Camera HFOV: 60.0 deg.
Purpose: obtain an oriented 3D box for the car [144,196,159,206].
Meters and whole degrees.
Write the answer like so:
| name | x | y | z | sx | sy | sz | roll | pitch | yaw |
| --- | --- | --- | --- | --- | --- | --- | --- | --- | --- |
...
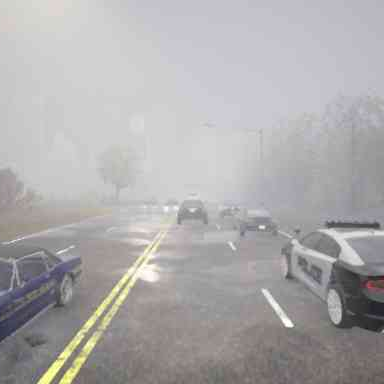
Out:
| name | x | y | z | sx | sy | sz | roll | pitch | yaw |
| --- | --- | --- | --- | --- | --- | --- | --- | --- | --- |
| car | -6.378 | 1.417 | 52.764 | 1.837 | 1.490 | 4.892 | 0 | 0 | 0 |

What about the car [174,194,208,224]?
| name | x | y | z | sx | sy | sz | roll | pitch | yaw |
| --- | --- | --- | --- | --- | --- | --- | --- | --- | --- |
| car | 0.037 | 1.305 | 24.829 | 2.097 | 1.767 | 4.553 | 0 | 0 | 0 |

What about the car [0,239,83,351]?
| name | x | y | z | sx | sy | sz | roll | pitch | yaw |
| --- | --- | --- | --- | --- | --- | --- | --- | --- | --- |
| car | -3.339 | 1.593 | 5.117 | 1.895 | 1.301 | 4.718 | 0 | 0 | 0 |

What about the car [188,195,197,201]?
| name | x | y | z | sx | sy | sz | roll | pitch | yaw |
| --- | --- | --- | --- | --- | --- | --- | --- | --- | --- |
| car | 0.173 | 1.309 | 74.752 | 2.033 | 1.411 | 5.357 | 0 | 0 | 0 |

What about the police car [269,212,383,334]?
| name | x | y | z | sx | sy | sz | roll | pitch | yaw |
| --- | --- | --- | --- | --- | --- | --- | --- | --- | --- |
| police car | 3.271 | 1.405 | 7.005 | 1.930 | 1.638 | 5.238 | 0 | 0 | 0 |

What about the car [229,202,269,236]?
| name | x | y | z | sx | sy | sz | roll | pitch | yaw |
| --- | --- | --- | --- | --- | --- | --- | --- | --- | --- |
| car | 3.292 | 1.491 | 17.899 | 1.812 | 1.442 | 4.674 | 0 | 0 | 0 |

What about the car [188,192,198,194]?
| name | x | y | z | sx | sy | sz | roll | pitch | yaw |
| --- | --- | --- | --- | --- | --- | --- | --- | --- | --- |
| car | 0.224 | 1.075 | 56.207 | 2.150 | 2.045 | 5.566 | 0 | 1 | 0 |

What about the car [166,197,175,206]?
| name | x | y | z | sx | sy | sz | roll | pitch | yaw |
| --- | --- | --- | --- | --- | --- | --- | --- | --- | --- |
| car | -3.129 | 1.465 | 52.679 | 1.895 | 1.301 | 4.718 | 0 | 0 | 0 |

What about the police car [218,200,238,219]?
| name | x | y | z | sx | sy | sz | roll | pitch | yaw |
| --- | --- | --- | --- | --- | --- | --- | --- | --- | --- |
| police car | 3.318 | 1.447 | 28.902 | 2.038 | 1.542 | 4.974 | 0 | 0 | 0 |
